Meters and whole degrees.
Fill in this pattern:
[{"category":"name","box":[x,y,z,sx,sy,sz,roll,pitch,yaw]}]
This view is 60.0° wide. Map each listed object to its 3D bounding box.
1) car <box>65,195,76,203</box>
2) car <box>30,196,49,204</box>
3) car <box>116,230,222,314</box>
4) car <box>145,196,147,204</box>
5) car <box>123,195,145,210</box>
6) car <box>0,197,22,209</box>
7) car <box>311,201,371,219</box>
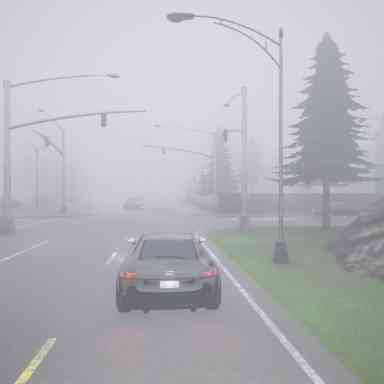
[{"category":"car","box":[-23.631,1.374,64.362,1.845,1.501,3.633,0,0,-5]},{"category":"car","box":[-25.960,1.384,56.712,1.970,1.475,3.806,0,0,-5]},{"category":"car","box":[-0.567,1.564,7.743,1.994,1.385,4.181,0,0,-5]},{"category":"car","box":[-8.601,1.564,52.974,1.994,1.385,4.181,0,0,-5]},{"category":"car","box":[-7.660,1.352,43.125,2.097,1.767,4.553,0,0,-5]},{"category":"car","box":[-21.376,1.339,38.426,2.007,1.523,4.514,0,0,-5]},{"category":"car","box":[12.682,1.491,28.391,4.902,1.511,2.128,0,0,-7]}]
